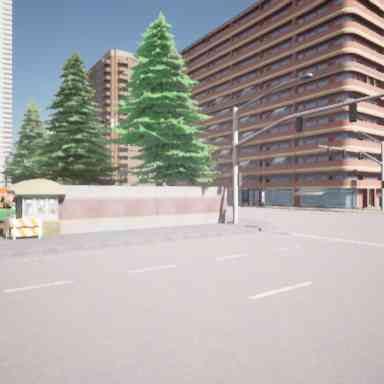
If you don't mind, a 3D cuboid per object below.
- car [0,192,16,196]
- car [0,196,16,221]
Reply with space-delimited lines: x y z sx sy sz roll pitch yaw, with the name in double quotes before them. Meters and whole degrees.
"car" -14.873 1.124 26.002 4.605 1.855 1.932 0 0 -35
"car" -12.840 1.293 21.956 3.988 1.617 1.851 0 0 -35
